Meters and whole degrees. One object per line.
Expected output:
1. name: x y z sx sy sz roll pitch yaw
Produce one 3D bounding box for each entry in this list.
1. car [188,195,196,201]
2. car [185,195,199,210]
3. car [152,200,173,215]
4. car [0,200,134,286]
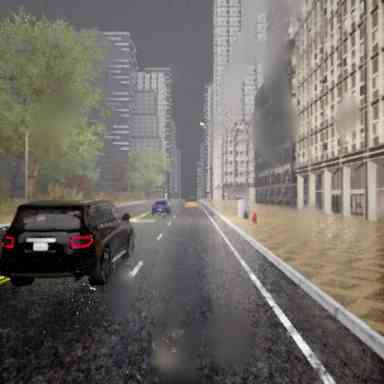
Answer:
1. car: 0.003 1.470 85.856 2.163 1.488 4.792 0 0 0
2. car: 0.002 1.493 44.307 1.801 1.575 5.366 0 0 0
3. car: -3.148 1.590 35.166 1.812 1.442 4.674 0 0 0
4. car: -3.148 1.230 9.603 2.150 2.045 5.566 0 0 0
